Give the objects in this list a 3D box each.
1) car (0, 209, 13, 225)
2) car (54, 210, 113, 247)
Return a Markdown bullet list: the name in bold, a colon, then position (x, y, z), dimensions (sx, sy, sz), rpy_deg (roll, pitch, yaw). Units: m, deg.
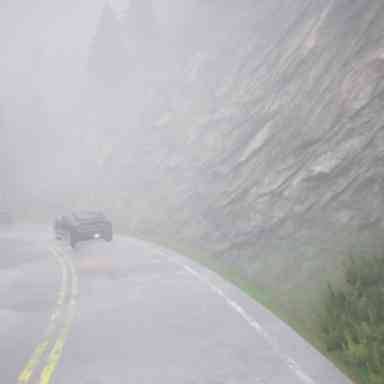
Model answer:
- **car**: position (-17.052, 2.166, 28.128), dimensions (4.902, 1.511, 2.128), rpy_deg (-3, 1, 36)
- **car**: position (-5.332, 1.632, 16.037), dimensions (1.837, 1.490, 4.892), rpy_deg (-3, 1, -33)
